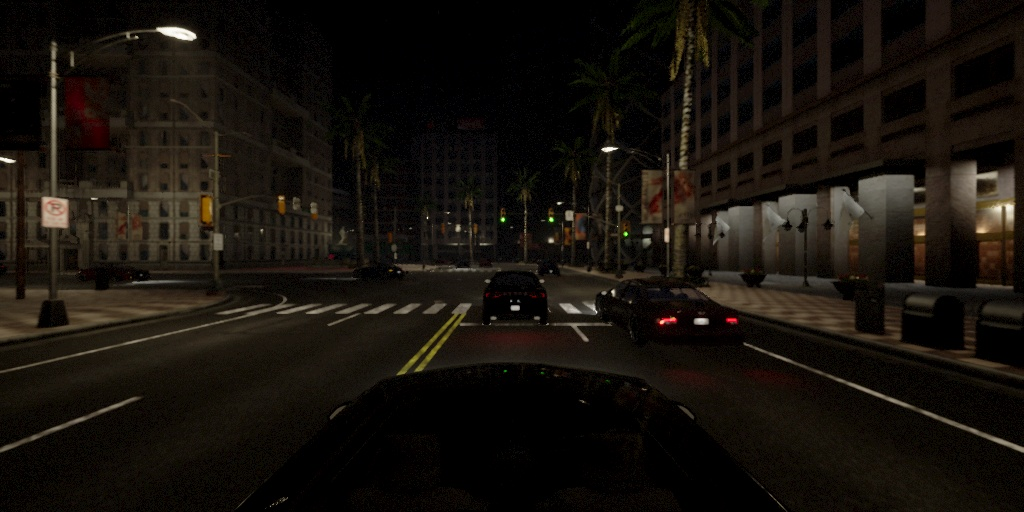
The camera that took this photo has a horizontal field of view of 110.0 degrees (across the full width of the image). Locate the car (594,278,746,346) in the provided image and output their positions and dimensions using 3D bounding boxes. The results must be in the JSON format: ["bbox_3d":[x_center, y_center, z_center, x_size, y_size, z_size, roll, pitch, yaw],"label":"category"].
[{"bbox_3d":[3.591,1.284,9.303,2.033,1.411,5.357,0,0,0],"label":"car"}]

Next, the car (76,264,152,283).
[{"bbox_3d":[-30.201,1.270,27.274,4.181,1.385,1.994,0,0,0],"label":"car"}]

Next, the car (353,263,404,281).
[{"bbox_3d":[-11.059,1.266,29.739,4.181,1.385,1.994,0,0,20],"label":"car"}]

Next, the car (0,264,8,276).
[{"bbox_3d":[-51.609,1.199,34.297,4.892,1.490,1.837,0,0,-1],"label":"car"}]

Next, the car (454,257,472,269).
[{"bbox_3d":[-7.498,1.220,55.881,1.994,1.385,4.181,0,0,-5],"label":"car"}]

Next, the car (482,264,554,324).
[{"bbox_3d":[0.094,1.210,11.957,1.882,1.535,5.008,0,0,0],"label":"car"}]

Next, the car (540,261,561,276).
[{"bbox_3d":[3.601,1.218,35.425,1.812,1.442,4.674,0,0,0],"label":"car"}]

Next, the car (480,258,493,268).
[{"bbox_3d":[-4.173,1.132,57.713,1.882,1.535,5.008,0,0,-8],"label":"car"}]
